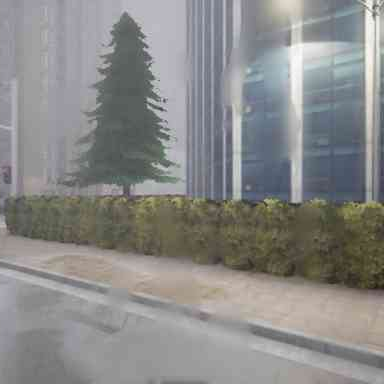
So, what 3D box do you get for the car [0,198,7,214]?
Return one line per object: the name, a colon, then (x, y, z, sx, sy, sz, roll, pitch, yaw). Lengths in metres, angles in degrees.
car: (-18.870, 1.352, 32.071, 2.097, 1.767, 4.553, 0, 0, 36)
